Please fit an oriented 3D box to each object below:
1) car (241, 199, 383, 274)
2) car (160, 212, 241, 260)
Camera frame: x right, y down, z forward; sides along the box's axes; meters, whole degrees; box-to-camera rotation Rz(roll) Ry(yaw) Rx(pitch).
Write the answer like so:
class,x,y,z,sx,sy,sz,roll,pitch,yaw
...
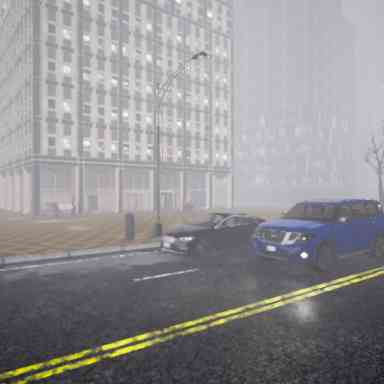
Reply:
class,x,y,z,sx,sy,sz,roll,pitch,yaw
car,4.463,1.259,11.108,5.566,2.045,2.150,0,0,-37
car,1.110,1.526,12.651,4.902,1.511,2.128,0,0,-37
